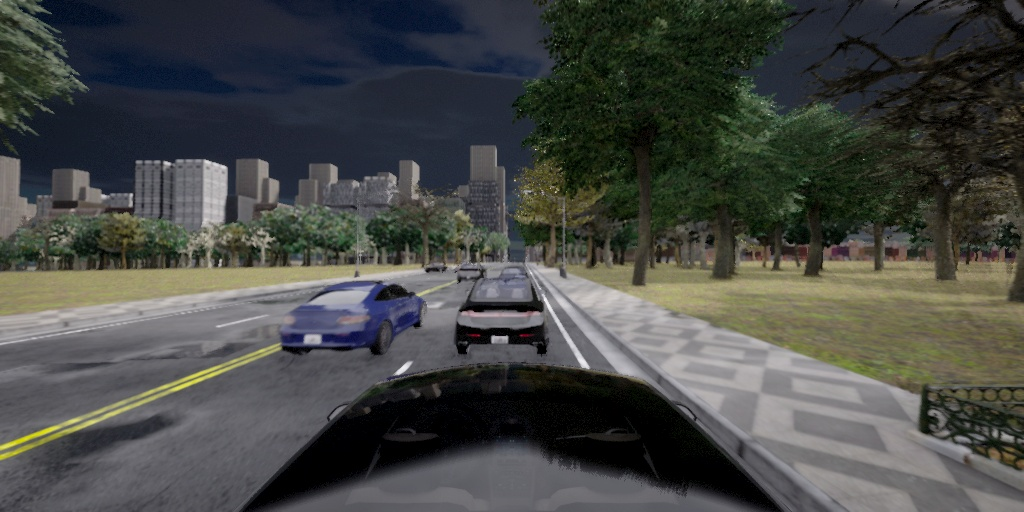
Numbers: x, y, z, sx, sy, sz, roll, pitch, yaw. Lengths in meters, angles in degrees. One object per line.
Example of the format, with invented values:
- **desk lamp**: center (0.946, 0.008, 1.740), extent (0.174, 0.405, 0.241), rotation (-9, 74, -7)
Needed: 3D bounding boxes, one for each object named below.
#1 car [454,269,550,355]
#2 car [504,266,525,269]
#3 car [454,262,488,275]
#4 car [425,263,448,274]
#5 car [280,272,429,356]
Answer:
- **car**: center (-0.168, 1.250, 8.675), extent (2.128, 1.511, 4.902), rotation (0, 0, 1)
- **car**: center (0.139, 1.338, 22.166), extent (2.033, 1.411, 5.357), rotation (0, 0, 2)
- **car**: center (-2.935, 1.299, 27.258), extent (2.128, 1.511, 4.902), rotation (0, 0, 2)
- **car**: center (-9.126, 1.477, 43.356), extent (1.895, 1.301, 4.718), rotation (0, 0, 2)
- **car**: center (-3.426, 1.285, 8.554), extent (1.812, 1.442, 4.674), rotation (0, 0, 1)
